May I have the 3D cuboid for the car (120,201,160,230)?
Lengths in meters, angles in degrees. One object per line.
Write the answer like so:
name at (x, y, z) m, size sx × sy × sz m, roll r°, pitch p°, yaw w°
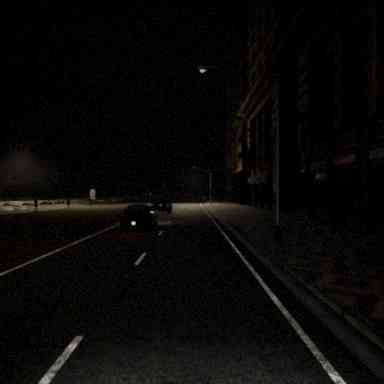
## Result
car at (-3.397, 1.571, 21.740) m, size 1.837 × 1.490 × 4.892 m, roll 0°, pitch 0°, yaw 0°

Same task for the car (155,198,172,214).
car at (-3.399, 1.509, 37.927) m, size 2.097 × 1.767 × 4.553 m, roll 0°, pitch 0°, yaw 0°
